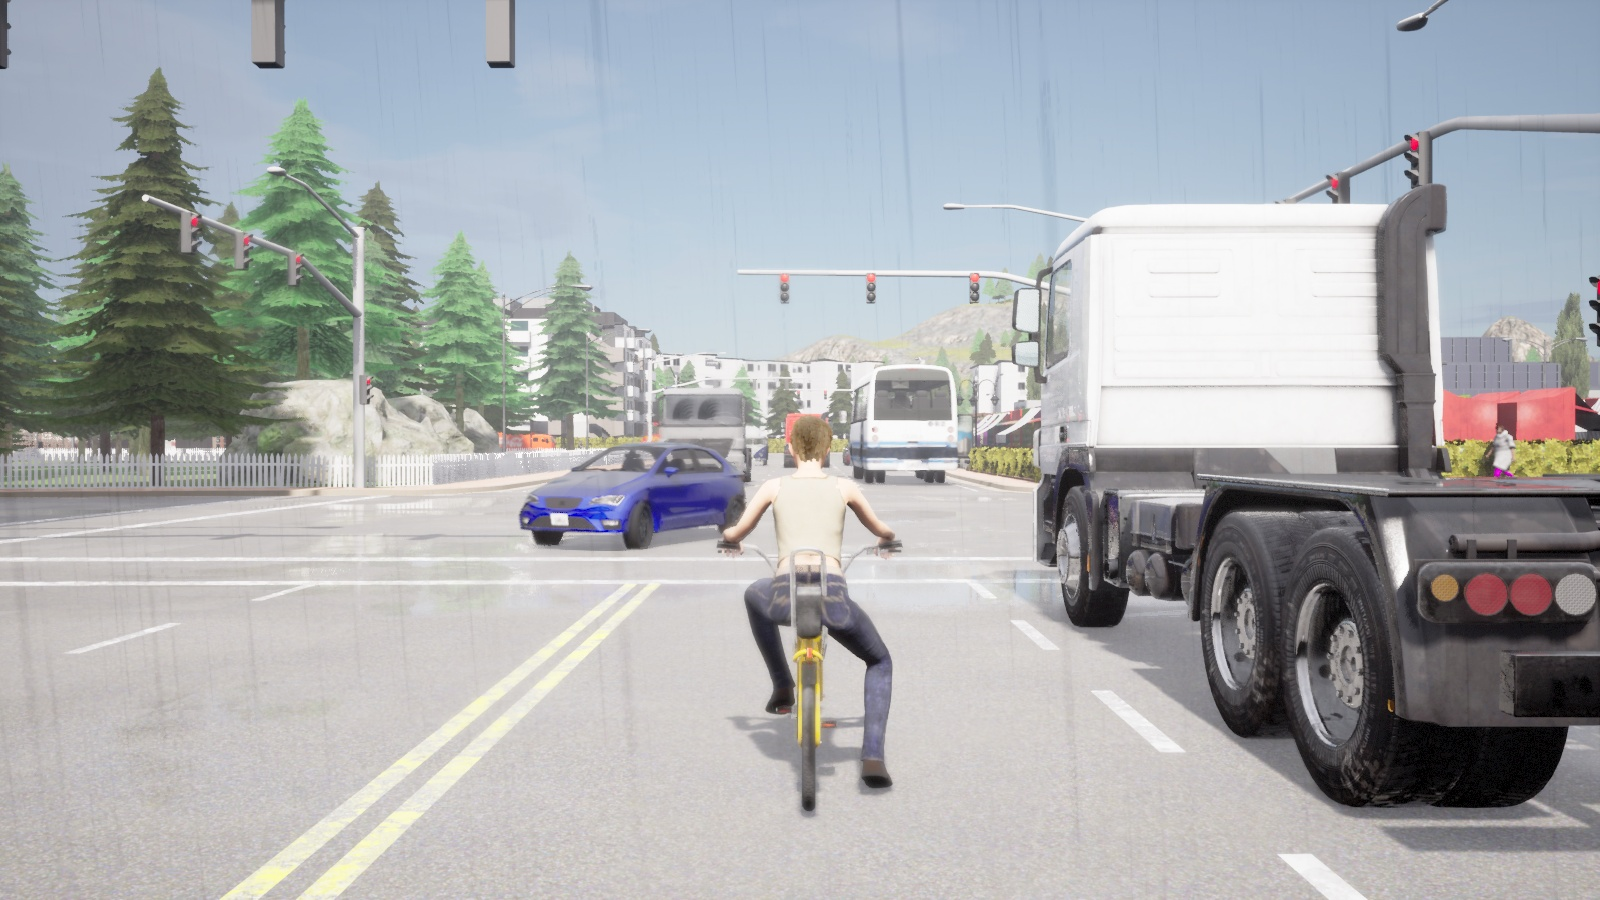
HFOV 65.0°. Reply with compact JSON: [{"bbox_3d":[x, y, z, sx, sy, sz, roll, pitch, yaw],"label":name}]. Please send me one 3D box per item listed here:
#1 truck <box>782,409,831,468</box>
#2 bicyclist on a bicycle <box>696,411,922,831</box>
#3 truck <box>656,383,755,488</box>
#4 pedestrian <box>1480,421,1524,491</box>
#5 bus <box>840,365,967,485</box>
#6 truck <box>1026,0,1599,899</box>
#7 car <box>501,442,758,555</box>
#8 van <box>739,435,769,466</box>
[{"bbox_3d":[0.429,-0.674,77.771,2.891,3.462,7.936,0,0,1],"label":"truck"},{"bbox_3d":[0.042,0.652,5.576,0.866,1.612,1.509,0,0,1],"label":"bicyclist on a bicycle"},{"bbox_3d":[-3.238,-0.491,45.104,2.891,3.462,7.936,0,0,0],"label":"truck"},{"bbox_3d":[19.670,0.162,35.199,0.873,1.952,0.659,0,0,0],"label":"pedestrian"},{"bbox_3d":[3.823,-0.906,49.506,3.944,4.253,10.273,0,0,-1],"label":"bus"},{"bbox_3d":[3.559,-0.277,7.884,2.891,3.462,7.936,0,0,0],"label":"truck"},{"bbox_3d":[-2.377,0.628,18.624,1.816,1.474,4.193,0,0,25],"label":"car"},{"bbox_3d":[-3.032,0.028,83.030,1.775,1.987,4.442,0,0,0],"label":"van"}]
